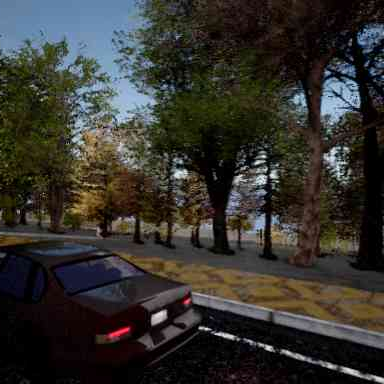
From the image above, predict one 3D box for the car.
[{"bbox_3d":[-2.443,1.527,5.397,5.357,1.411,2.033,0,0,35],"label":"car"}]
